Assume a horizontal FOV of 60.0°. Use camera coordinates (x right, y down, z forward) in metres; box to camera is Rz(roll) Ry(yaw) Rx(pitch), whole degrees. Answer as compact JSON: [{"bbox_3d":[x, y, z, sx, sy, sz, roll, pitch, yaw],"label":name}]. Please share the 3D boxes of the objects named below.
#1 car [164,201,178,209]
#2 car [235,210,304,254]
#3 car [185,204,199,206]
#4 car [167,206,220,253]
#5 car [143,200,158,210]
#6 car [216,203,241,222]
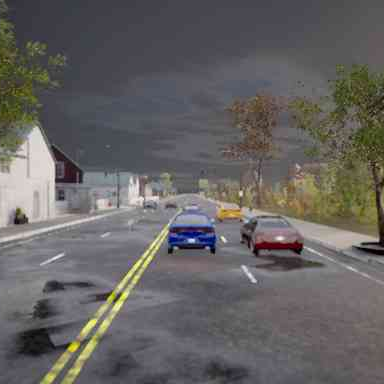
[{"bbox_3d":[-3.286,2.063,52.622,1.895,1.301,4.718,0,-1,0],"label":"car"},{"bbox_3d":[3.245,1.696,14.243,1.994,1.385,4.181,0,0,0],"label":"car"},{"bbox_3d":[-0.015,1.794,29.379,1.812,1.442,4.674,0,0,0],"label":"car"},{"bbox_3d":[-0.004,1.612,14.479,1.882,1.535,5.008,0,0,0],"label":"car"},{"bbox_3d":[-6.538,2.027,52.428,1.994,1.385,4.181,0,-1,0],"label":"car"},{"bbox_3d":[3.236,1.746,29.481,1.882,1.535,5.008,0,0,0],"label":"car"}]
